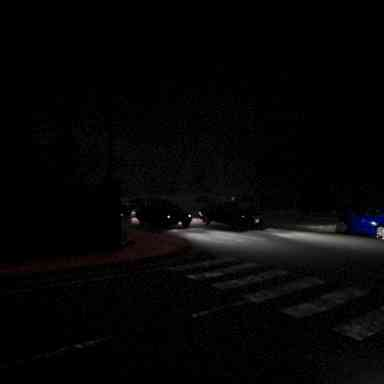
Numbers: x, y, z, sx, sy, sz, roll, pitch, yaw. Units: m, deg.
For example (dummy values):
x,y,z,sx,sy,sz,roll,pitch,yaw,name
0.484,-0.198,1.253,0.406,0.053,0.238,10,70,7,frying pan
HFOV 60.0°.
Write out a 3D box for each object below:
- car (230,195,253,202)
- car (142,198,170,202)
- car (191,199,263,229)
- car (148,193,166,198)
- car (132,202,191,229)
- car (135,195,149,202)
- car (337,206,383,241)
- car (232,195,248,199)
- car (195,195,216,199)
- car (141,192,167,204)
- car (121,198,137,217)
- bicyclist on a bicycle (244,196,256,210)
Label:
x,y,z,sx,sy,sz,roll,pitch,yaw,name
10.320,1.403,69.490,4.674,1.442,1.812,0,0,-35,car
-2.415,1.489,28.838,1.994,1.385,4.181,0,0,-30,car
2.391,1.417,21.331,2.128,1.511,4.902,0,0,-35,car
-6.261,1.401,52.082,2.128,1.511,4.902,0,0,13,car
-1.915,1.531,21.524,1.895,1.301,4.718,0,0,-33,car
-6.320,1.427,38.659,1.837,1.490,4.892,0,0,-10,car
9.113,1.426,16.289,1.882,1.535,5.008,1,0,-8,car
10.424,1.360,65.234,5.008,1.535,1.882,0,0,-35,car
2.636,1.370,62.881,1.882,1.535,5.008,0,0,40,car
-6.899,1.129,60.823,2.150,2.045,5.566,0,0,26,car
-6.928,1.476,29.767,2.033,1.411,5.357,0,0,-26,car
6.419,1.210,36.729,1.656,1.620,0.582,0,0,-25,bicyclist on a bicycle
